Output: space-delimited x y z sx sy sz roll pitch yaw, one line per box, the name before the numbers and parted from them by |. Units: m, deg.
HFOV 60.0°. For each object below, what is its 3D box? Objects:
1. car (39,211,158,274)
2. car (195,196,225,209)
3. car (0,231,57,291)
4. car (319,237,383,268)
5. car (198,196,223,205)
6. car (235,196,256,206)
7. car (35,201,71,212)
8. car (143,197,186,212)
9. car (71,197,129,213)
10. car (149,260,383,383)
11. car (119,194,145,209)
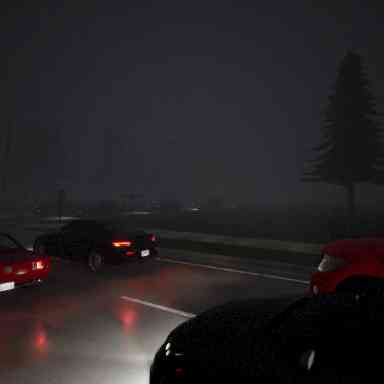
car | -3.152 1.526 10.570 4.674 1.442 1.812 0 0 36
car | 2.574 1.547 46.338 2.033 1.411 5.357 0 0 37
car | -5.486 1.601 7.940 4.718 1.301 1.895 0 0 36
car | 4.720 1.221 4.899 5.566 2.045 2.150 0 0 36
car | 3.383 1.477 59.130 1.882 1.535 5.008 0 0 37
car | 8.803 1.478 54.691 1.882 1.535 5.008 0 0 37
car | -14.164 1.601 35.525 1.895 1.301 4.718 0 0 37
car | -3.127 1.526 38.633 1.812 1.442 4.674 0 0 37
car | -8.541 1.526 31.324 1.812 1.442 4.674 0 0 36
car | 1.627 1.564 2.820 4.181 1.385 1.994 0 0 36
car | -8.353 1.221 43.367 2.150 2.045 5.566 0 0 37
